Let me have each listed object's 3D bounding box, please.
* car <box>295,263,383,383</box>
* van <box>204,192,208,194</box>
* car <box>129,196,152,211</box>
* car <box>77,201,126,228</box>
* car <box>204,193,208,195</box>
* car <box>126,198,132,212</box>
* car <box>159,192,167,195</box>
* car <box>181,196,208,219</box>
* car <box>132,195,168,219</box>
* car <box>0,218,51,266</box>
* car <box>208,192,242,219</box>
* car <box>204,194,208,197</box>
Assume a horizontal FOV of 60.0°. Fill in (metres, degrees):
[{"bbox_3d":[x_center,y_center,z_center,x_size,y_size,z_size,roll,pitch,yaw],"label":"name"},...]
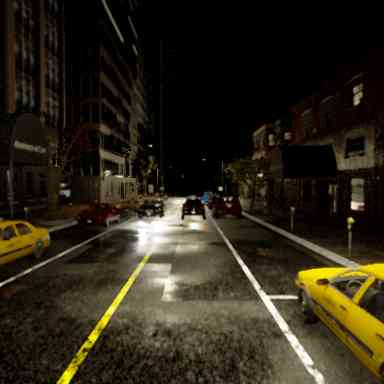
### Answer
[{"bbox_3d":[2.681,1.488,4.234,1.752,1.417,4.829,-1,0,0],"label":"car"},{"bbox_3d":[2.707,0.883,53.871,1.690,1.788,3.998,-1,0,0],"label":"van"},{"bbox_3d":[-5.681,1.210,37.117,1.752,1.417,4.829,-1,0,0],"label":"car"},{"bbox_3d":[-5.690,1.369,20.683,1.887,1.381,4.507,-1,0,0],"label":"car"},{"bbox_3d":[2.704,1.218,42.805,1.802,1.307,4.206,-1,0,0],"label":"car"},{"bbox_3d":[-5.684,1.257,31.583,1.752,1.417,4.829,-1,0,0],"label":"car"},{"bbox_3d":[-5.666,0.888,64.960,1.967,1.590,4.097,-1,0,0],"label":"car"},{"bbox_3d":[0.116,1.299,26.586,1.812,1.442,4.674,0,1,0],"label":"car"},{"bbox_3d":[-3.080,1.267,26.349,2.128,1.511,4.902,0,0,0],"label":"car"},{"bbox_3d":[-5.696,1.445,9.444,1.752,1.417,4.829,-1,0,0],"label":"car"},{"bbox_3d":[2.690,1.092,26.200,2.192,1.841,5.009,-1,0,0],"label":"car"},{"bbox_3d":[2.700,1.248,37.271,1.947,1.339,4.313,-1,0,0],"label":"car"}]
